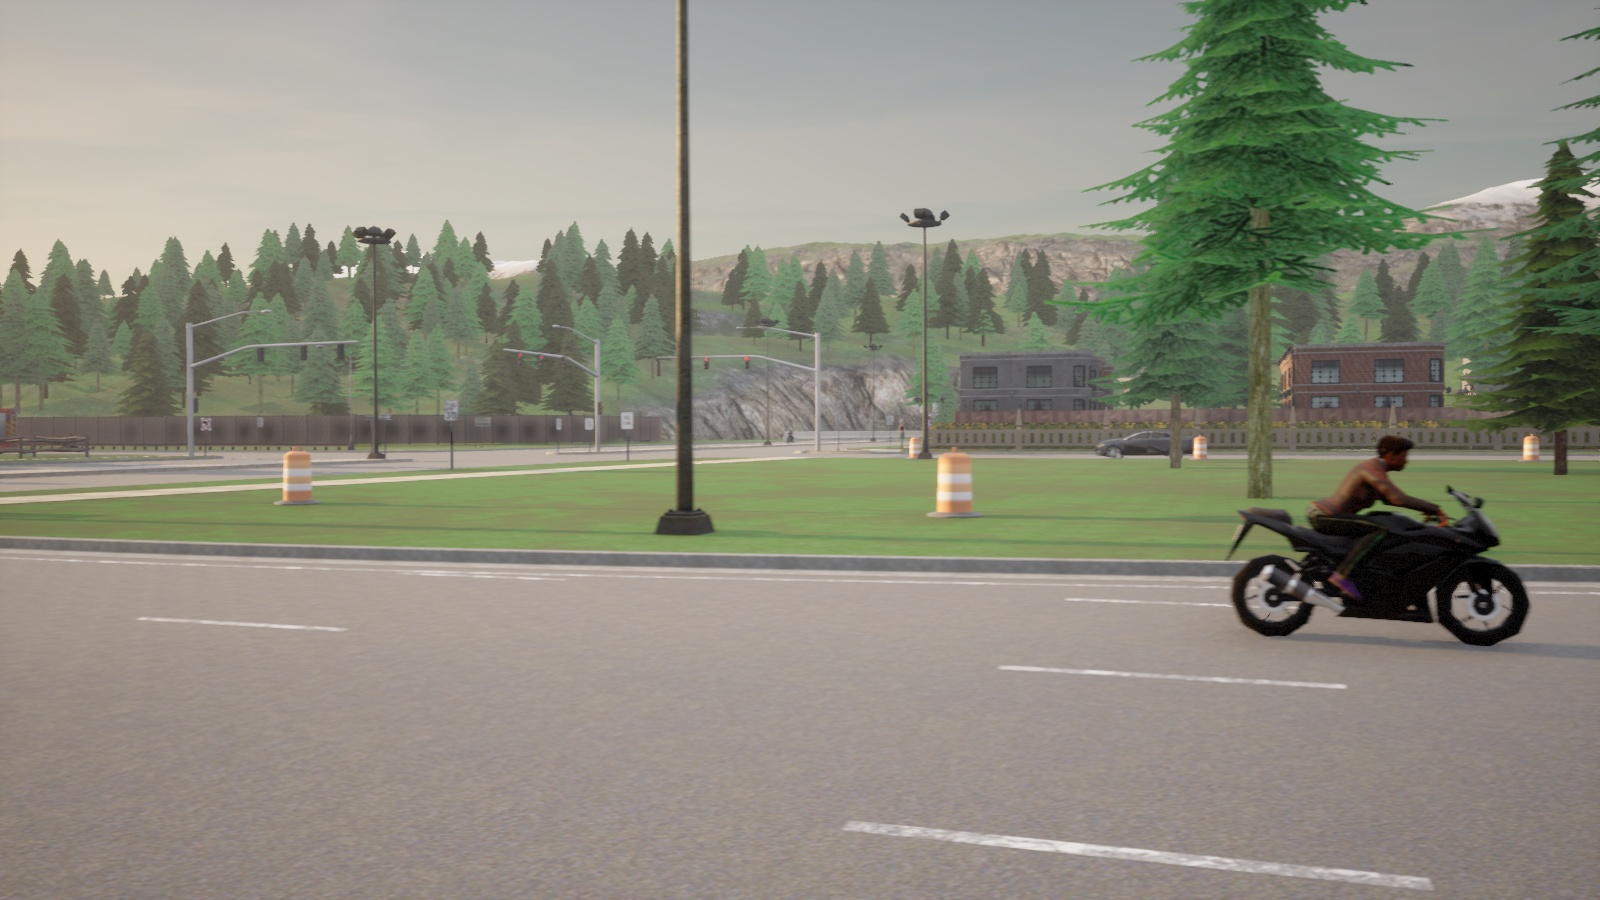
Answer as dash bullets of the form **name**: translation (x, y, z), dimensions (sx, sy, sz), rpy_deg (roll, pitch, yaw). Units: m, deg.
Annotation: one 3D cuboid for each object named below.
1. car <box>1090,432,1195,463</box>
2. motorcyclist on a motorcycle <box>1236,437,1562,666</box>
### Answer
- **car**: translation (16.995, -0.151, 62.285), dimensions (4.902, 1.511, 2.128), rpy_deg (1, 1, 18)
- **motorcyclist on a motorcycle**: translation (4.269, 0.678, 9.141), dimensions (2.044, 1.523, 0.797), rpy_deg (1, 1, 19)
